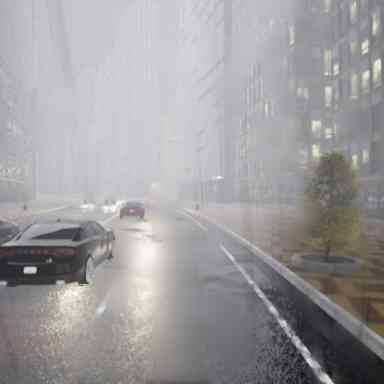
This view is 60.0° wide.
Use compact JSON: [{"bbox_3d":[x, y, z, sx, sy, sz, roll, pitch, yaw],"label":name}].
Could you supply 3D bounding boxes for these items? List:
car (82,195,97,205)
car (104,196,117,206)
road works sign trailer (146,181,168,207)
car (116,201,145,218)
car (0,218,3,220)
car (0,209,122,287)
[{"bbox_3d":[-16.221,1.295,52.754,2.128,1.511,4.902,0,0,-13],"label":"car"},{"bbox_3d":[-12.329,1.313,50.296,2.128,1.511,4.902,0,0,-12],"label":"car"},{"bbox_3d":[-4.730,0.314,46.719,2.380,3.560,2.880,0,0,-13],"label":"road works sign trailer"},{"bbox_3d":[-5.075,1.467,28.592,1.994,1.385,4.181,0,0,-7],"label":"car"},{"bbox_3d":[-6.915,1.464,9.779,2.128,1.511,4.902,0,0,-3],"label":"car"},{"bbox_3d":[-3.434,1.448,9.324,1.882,1.535,5.008,0,0,-2],"label":"car"}]
